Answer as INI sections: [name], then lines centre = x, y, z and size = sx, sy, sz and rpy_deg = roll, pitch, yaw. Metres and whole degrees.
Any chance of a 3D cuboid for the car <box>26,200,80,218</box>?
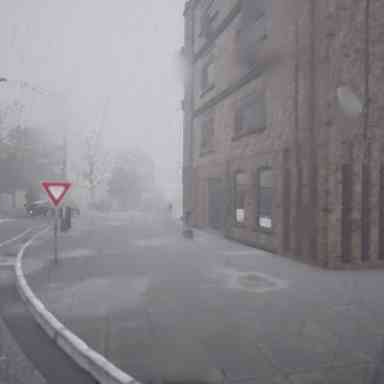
[car]
centre = -12.005, 1.461, 29.116
size = 1.837, 1.490, 4.892
rpy_deg = 0, -2, 24
